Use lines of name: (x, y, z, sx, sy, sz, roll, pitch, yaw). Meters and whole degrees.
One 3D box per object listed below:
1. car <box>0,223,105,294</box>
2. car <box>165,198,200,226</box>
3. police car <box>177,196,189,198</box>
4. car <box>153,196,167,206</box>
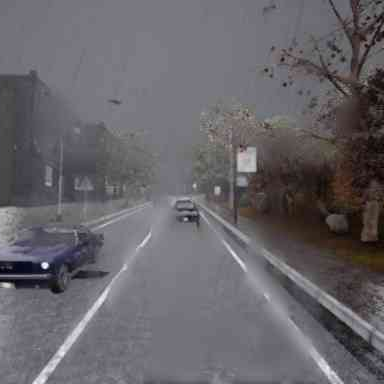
car: (-3.769, 1.566, 8.862, 1.895, 1.301, 4.718, 1, 0, -2)
car: (-0.459, 1.423, 22.516, 2.128, 1.511, 4.902, 0, 0, -2)
police car: (-0.994, 1.296, 41.853, 1.930, 1.638, 5.238, 0, 0, -2)
car: (-4.951, 1.343, 52.394, 1.837, 1.490, 4.892, 0, 0, -1)
